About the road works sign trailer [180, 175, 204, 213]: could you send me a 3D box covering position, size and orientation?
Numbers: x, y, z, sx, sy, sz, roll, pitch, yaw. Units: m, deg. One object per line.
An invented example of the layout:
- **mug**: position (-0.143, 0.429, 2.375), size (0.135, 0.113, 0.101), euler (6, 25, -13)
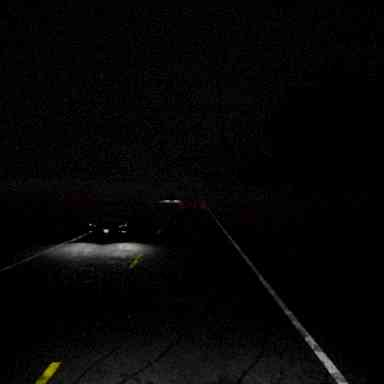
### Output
- **road works sign trailer**: position (0.015, 0.162, 32.287), size (2.380, 3.560, 2.880), euler (0, 1, 1)

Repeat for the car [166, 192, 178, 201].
- **car**: position (-3.532, 0.776, 58.981), size (1.837, 1.490, 4.892), euler (0, 1, 1)

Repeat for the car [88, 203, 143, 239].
- **car**: position (-3.597, 1.362, 16.358), size (1.837, 1.490, 4.892), euler (0, 0, 0)
